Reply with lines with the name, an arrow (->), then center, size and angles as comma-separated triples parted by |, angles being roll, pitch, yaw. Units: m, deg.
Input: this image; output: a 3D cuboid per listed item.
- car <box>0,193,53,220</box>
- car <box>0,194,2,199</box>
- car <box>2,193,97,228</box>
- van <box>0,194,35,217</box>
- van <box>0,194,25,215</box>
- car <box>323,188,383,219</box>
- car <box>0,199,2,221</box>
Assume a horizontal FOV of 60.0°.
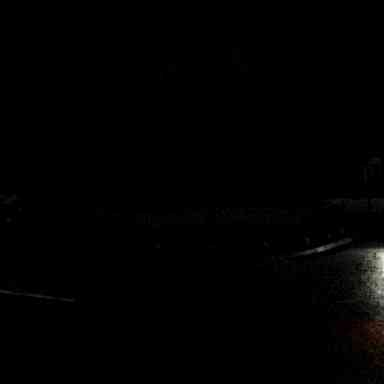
car -> -14.815, 1.133, 27.866 | 2.435, 2.045, 5.566 | 0, 0, 27
car -> -12.780, 1.127, 25.718 | 2.435, 2.045, 5.566 | 0, 0, 27
car -> -8.697, 1.116, 21.480 | 2.435, 2.045, 5.566 | -1, 0, 27
van -> -16.796, 1.163, 30.146 | 1.878, 1.987, 4.442 | -1, 0, 27
van -> -18.832, 1.169, 32.293 | 1.878, 1.987, 4.442 | -1, 0, 27
car -> 11.860, 0.783, 22.555 | 5.566, 2.045, 2.435 | -1, 0, 28
car -> -10.730, 1.402, 23.572 | 2.163, 1.488, 4.792 | 0, 0, 26
